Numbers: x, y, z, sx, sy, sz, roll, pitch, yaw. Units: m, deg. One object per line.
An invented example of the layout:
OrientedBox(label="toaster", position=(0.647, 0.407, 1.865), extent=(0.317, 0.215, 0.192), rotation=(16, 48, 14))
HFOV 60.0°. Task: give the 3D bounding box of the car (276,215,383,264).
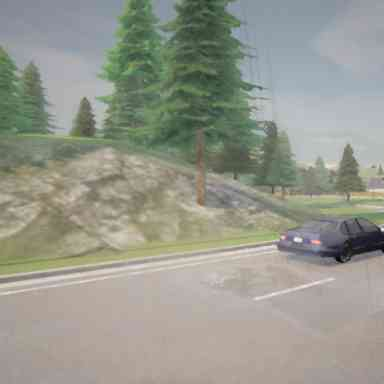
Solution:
OrientedBox(label="car", position=(5.349, 1.538, 11.867), extent=(5.357, 1.411, 2.033), rotation=(0, 0, -36))
